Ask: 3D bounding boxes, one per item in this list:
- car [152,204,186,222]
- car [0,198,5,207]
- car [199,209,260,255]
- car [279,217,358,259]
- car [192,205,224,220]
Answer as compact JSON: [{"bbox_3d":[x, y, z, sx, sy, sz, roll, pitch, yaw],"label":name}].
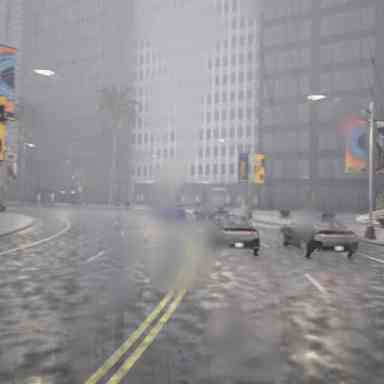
[{"bbox_3d":[-2.229,1.850,30.646,1.882,1.535,5.008,2,-1,-24],"label":"car"},{"bbox_3d":[-31.259,1.256,51.140,5.566,2.045,2.150,1,-1,26],"label":"car"},{"bbox_3d":[1.626,1.725,14.409,2.128,1.511,4.902,1,-1,-2],"label":"car"},{"bbox_3d":[5.124,1.796,14.116,2.128,1.511,4.902,1,-1,-1],"label":"car"},{"bbox_3d":[1.614,1.960,30.599,1.837,1.490,4.892,2,-1,-23],"label":"car"}]
